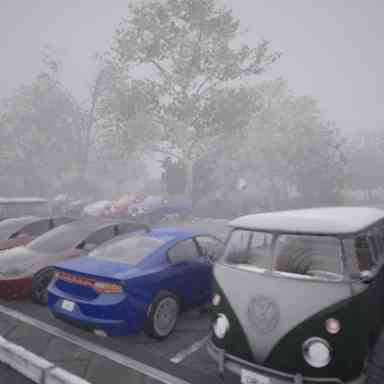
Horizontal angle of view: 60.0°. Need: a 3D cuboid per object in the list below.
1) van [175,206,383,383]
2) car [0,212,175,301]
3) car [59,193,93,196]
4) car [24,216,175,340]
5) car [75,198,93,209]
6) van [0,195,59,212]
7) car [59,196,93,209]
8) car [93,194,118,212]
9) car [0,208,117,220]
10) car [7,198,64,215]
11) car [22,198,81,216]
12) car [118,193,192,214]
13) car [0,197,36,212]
[{"bbox_3d":[1.893,1.243,5.017,1.878,1.987,4.442,0,0,35],"label":"van"},{"bbox_3d":[-2.629,1.473,8.334,2.163,1.488,4.792,0,0,35],"label":"car"},{"bbox_3d":[-11.199,1.114,30.455,2.435,2.045,5.566,0,0,35],"label":"car"},{"bbox_3d":[-0.329,1.456,6.731,2.097,1.535,5.008,0,0,35],"label":"car"},{"bbox_3d":[-6.742,1.421,27.324,2.002,1.452,4.674,0,0,35],"label":"car"},{"bbox_3d":[-7.251,1.192,11.506,1.878,1.987,4.442,0,0,35],"label":"van"},{"bbox_3d":[-8.914,1.373,28.861,2.097,1.535,5.008,0,0,35],"label":"car"},{"bbox_3d":[-4.386,1.141,25.619,2.435,2.045,5.566,0,0,35],"label":"car"},{"bbox_3d":[-4.915,1.460,9.956,2.163,1.488,4.792,0,0,35],"label":"car"},{"bbox_3d":[-15.741,1.385,33.677,2.163,1.488,4.792,0,0,35],"label":"car"},{"bbox_3d":[-13.436,1.389,32.112,2.163,1.488,4.792,0,0,35],"label":"car"},{"bbox_3d":[-2.215,1.153,24.079,2.435,2.045,5.566,0,0,35],"label":"car"},{"bbox_3d":[-20.375,1.345,36.774,1.946,1.575,5.366,0,0,35],"label":"car"}]
